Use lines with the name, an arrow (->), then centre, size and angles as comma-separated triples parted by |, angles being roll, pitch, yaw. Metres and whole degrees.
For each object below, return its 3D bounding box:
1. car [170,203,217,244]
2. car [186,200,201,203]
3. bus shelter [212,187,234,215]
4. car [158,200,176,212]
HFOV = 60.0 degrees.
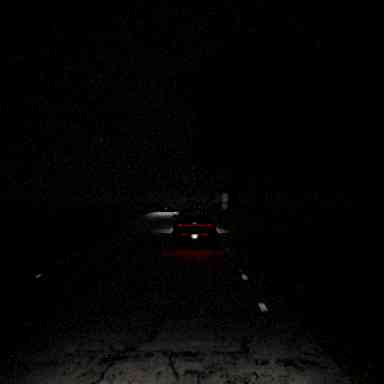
car -> 0.118, 1.510, 15.709 | 1.837, 1.490, 4.892 | 0, 0, 0
car -> 0.146, 1.513, 31.207 | 2.128, 1.511, 4.902 | 0, 0, 0
bus shelter -> 3.203, 0.903, 35.028 | 1.920, 2.740, 3.880 | 1, 1, 0
car -> -2.778, 1.596, 38.136 | 1.994, 1.385, 4.181 | 0, 0, 0
